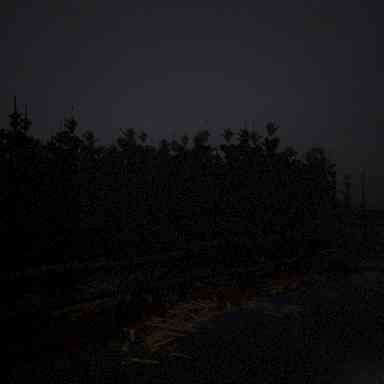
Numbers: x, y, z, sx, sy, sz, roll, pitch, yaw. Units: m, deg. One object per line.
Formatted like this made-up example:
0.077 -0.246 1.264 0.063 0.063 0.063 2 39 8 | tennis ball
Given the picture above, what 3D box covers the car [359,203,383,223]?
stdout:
12.440 1.526 24.399 1.812 1.442 4.674 0 0 -35 | car
